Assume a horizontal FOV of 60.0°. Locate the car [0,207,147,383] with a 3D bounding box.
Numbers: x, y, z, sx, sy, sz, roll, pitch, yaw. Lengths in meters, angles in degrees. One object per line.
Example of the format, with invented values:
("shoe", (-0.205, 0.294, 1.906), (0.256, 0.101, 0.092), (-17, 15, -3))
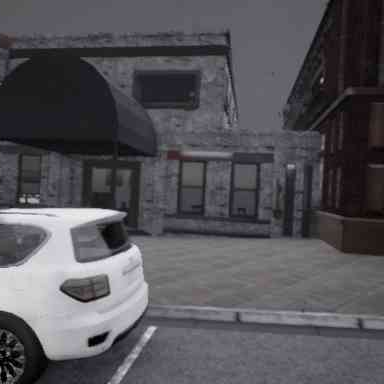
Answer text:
("car", (-3.463, 1.277, 4.954), (5.566, 2.045, 2.435), (0, 0, 9))
